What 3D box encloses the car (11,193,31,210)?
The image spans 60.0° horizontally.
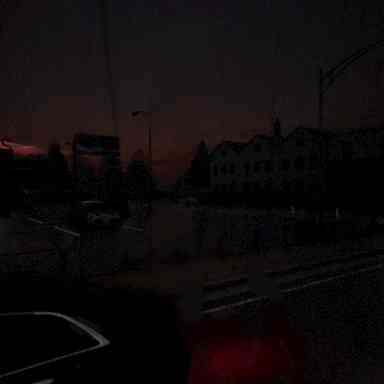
[{"bbox_3d":[-19.827,1.092,38.162,1.905,1.878,3.866,0,0,-36],"label":"car"}]

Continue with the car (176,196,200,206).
[{"bbox_3d":[-0.643,1.349,50.228,1.812,1.442,4.674,0,0,-36],"label":"car"}]

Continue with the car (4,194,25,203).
[{"bbox_3d":[-38.980,1.328,73.235,3.866,1.878,1.905,0,0,-36],"label":"car"}]

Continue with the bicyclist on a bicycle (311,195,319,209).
[{"bbox_3d":[13.668,1.124,36.853,1.656,1.620,0.582,0,0,-36],"label":"bicyclist on a bicycle"}]

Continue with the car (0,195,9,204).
[{"bbox_3d":[-39.204,1.495,66.106,4.611,1.667,2.242,0,0,-36],"label":"car"}]

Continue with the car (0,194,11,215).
[{"bbox_3d":[-17.911,1.113,29.853,1.932,1.855,4.605,0,0,-36],"label":"car"}]

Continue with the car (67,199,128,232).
[{"bbox_3d":[-5.302,1.248,17.903,1.970,1.475,3.806,0,0,-36],"label":"car"}]

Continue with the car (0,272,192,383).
[{"bbox_3d":[-2.280,1.505,2.362,4.892,1.490,1.837,0,0,-36],"label":"car"}]
